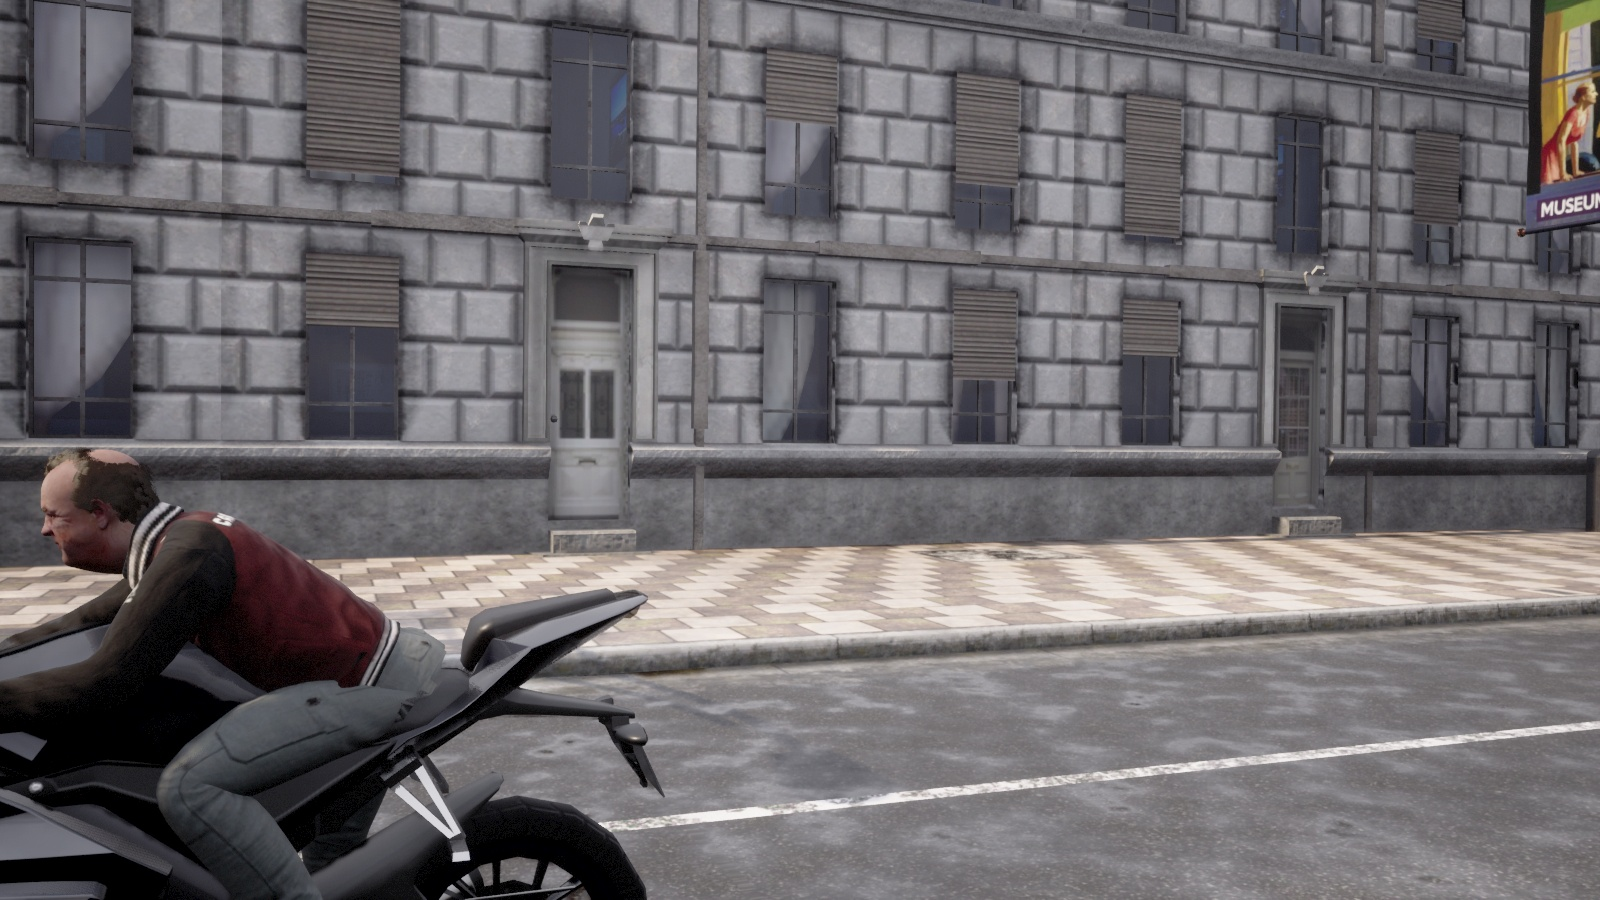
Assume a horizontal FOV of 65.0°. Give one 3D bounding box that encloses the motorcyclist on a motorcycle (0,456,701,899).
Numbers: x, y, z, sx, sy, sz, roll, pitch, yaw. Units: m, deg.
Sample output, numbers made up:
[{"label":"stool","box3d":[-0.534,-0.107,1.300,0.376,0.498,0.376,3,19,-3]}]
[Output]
[{"label":"motorcyclist on a motorcycle","box3d":[-1.392,0.804,2.711,2.191,1.530,0.866,-1,1,-21]}]
